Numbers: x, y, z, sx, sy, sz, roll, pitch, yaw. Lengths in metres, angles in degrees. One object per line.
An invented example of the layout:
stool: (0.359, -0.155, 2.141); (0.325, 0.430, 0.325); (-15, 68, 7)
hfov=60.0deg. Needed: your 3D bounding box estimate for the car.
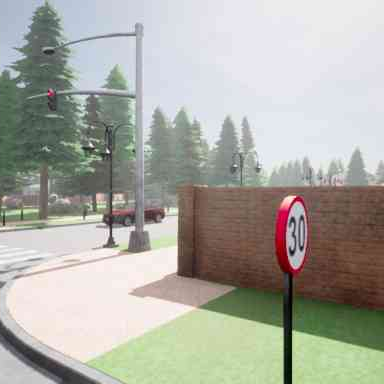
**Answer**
car: (-3.943, 1.463, 23.091); (1.882, 1.535, 5.008); (0, 0, 34)
